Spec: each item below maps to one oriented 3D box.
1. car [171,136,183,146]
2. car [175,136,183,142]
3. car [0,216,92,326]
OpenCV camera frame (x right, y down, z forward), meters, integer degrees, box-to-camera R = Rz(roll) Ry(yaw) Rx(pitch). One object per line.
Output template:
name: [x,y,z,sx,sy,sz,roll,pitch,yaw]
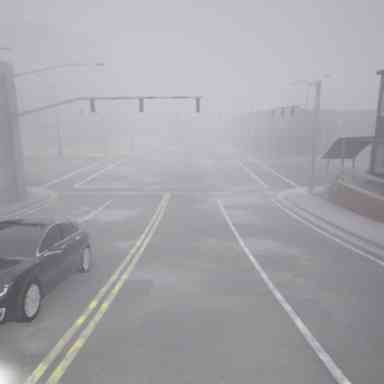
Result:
car: [-3.503,-11.050,73.027,2.097,1.767,4.553,0,12,0]
car: [-3.504,-14.096,88.431,1.994,1.385,4.181,0,12,0]
car: [-3.588,1.363,7.067,1.837,1.490,4.892,0,2,0]
